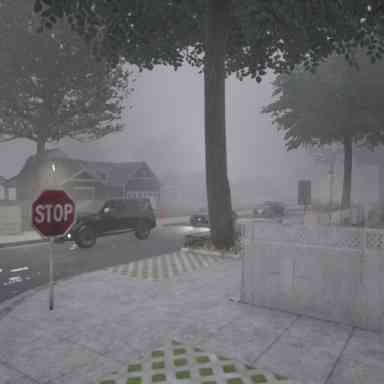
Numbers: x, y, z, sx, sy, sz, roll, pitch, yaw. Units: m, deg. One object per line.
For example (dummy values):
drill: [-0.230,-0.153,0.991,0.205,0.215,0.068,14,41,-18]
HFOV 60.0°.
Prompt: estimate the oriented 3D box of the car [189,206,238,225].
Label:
car: [1.600,1.630,23.497,1.994,1.385,4.181,1,0,34]

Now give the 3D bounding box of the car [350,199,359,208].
car: [24.062,1.789,50.517,1.994,1.385,4.181,1,0,34]

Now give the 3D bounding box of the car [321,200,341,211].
car: [18.370,1.753,42.382,1.994,1.385,4.181,1,0,36]

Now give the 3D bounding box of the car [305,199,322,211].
car: [16.609,1.691,44.824,2.128,1.511,4.902,1,0,35]

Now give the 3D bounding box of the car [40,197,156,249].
car: [-4.030,1.250,15.408,2.150,2.045,5.566,1,0,35]

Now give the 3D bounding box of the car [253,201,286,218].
car: [7.506,1.594,31.935,2.128,1.511,4.902,1,0,35]
